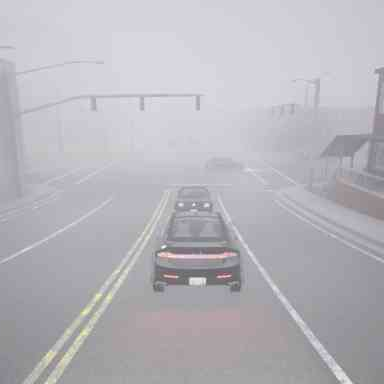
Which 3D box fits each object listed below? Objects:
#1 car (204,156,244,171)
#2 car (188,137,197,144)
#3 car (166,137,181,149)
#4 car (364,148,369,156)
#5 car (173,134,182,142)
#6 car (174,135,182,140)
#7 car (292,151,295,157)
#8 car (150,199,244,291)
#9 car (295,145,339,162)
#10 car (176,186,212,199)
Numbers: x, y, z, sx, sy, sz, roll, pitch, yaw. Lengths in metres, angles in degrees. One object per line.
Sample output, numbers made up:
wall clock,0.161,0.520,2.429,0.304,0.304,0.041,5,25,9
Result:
car,3.319,-2.991,34.559,4.181,1.385,1.994,0,12,0
car,0.101,-10.877,70.395,1.994,1.385,4.181,0,12,0
car,-3.538,-8.503,59.350,1.837,1.490,4.892,0,12,0
car,26.319,-5.607,44.849,5.566,2.045,2.150,0,12,0
car,-3.457,-12.831,79.004,1.837,1.490,4.892,0,12,0
car,-3.463,-10.615,69.173,1.994,1.385,4.181,0,12,0
car,15.993,-5.487,44.916,4.553,1.767,2.097,0,12,0
car,0.103,1.221,8.333,2.128,1.511,4.902,0,4,0
car,15.825,-4.735,41.498,4.553,1.767,2.097,0,12,0
car,0.094,0.329,18.036,1.895,1.301,4.718,0,8,0
